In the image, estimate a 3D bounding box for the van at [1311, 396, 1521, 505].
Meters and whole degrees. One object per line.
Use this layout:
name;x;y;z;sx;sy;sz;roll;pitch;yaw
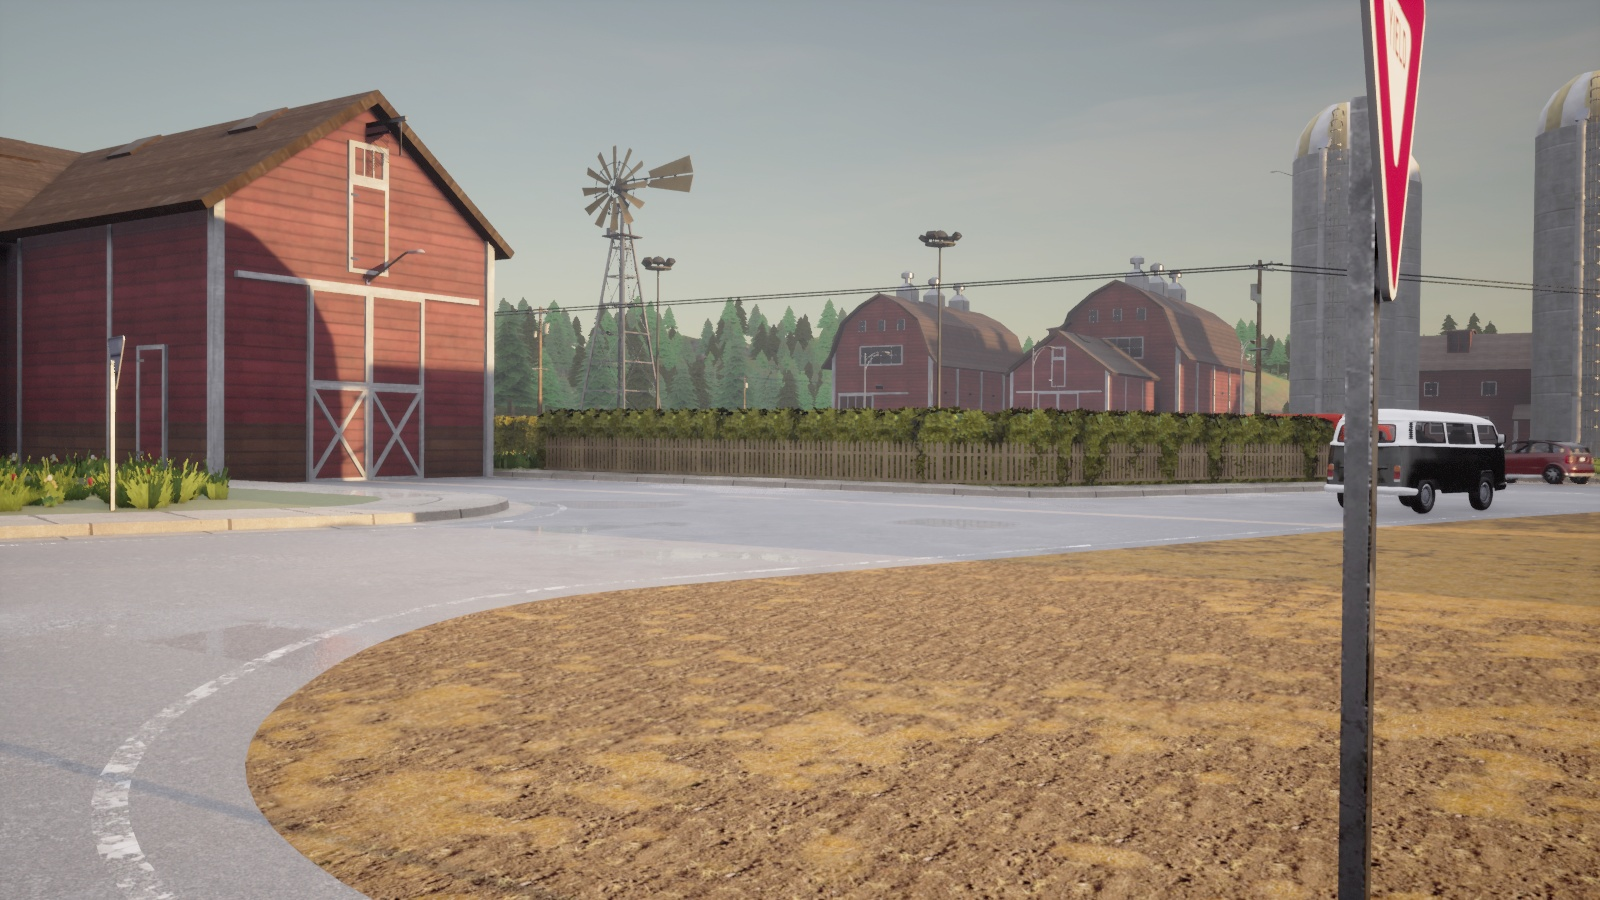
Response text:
van;12.681;-0.023;25.762;4.480;2.038;2.069;-1;1;-37

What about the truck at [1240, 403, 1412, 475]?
truck;19.066;-0.423;45.640;5.204;2.467;2.627;1;1;39

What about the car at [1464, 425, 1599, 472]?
car;25.691;-0.029;44.178;1.789;1.549;3.705;0;-1;-29
